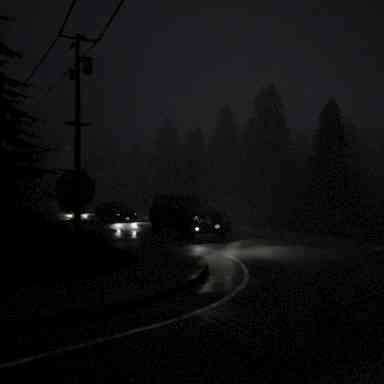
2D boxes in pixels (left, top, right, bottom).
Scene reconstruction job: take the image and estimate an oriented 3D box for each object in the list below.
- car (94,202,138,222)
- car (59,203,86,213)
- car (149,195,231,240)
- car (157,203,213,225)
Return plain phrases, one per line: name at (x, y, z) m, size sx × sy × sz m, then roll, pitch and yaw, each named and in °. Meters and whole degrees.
car at (-6.109, 1.521, 26.155) m, size 2.033 × 1.411 × 5.357 m, roll 0°, pitch 0°, yaw -34°
car at (-13.114, 1.458, 36.418) m, size 1.882 × 1.535 × 5.008 m, roll 0°, pitch 0°, yaw -34°
car at (-0.318, 1.195, 17.265) m, size 2.150 × 2.045 × 5.566 m, roll 0°, pitch 0°, yaw -32°
car at (-0.613, 1.577, 24.673) m, size 1.895 × 1.301 × 4.718 m, roll 0°, pitch 0°, yaw -34°
